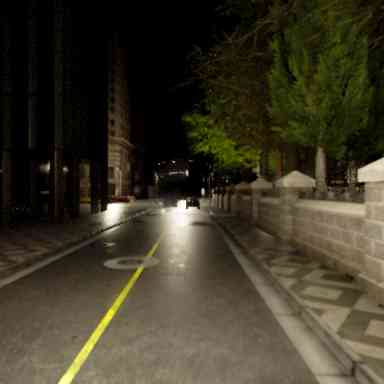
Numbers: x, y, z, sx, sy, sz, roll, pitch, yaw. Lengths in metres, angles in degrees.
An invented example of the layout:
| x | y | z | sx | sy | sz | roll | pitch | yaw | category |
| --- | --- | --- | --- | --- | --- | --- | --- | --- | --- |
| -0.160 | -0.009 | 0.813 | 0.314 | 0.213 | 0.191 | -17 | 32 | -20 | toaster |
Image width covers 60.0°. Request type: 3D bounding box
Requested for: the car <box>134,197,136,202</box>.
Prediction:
| x | y | z | sx | sy | sz | roll | pitch | yaw | category |
| --- | --- | --- | --- | --- | --- | --- | --- | --- | --- |
| -14.865 | 1.591 | 75.618 | 4.097 | 1.590 | 1.967 | -1 | 1 | 0 | car |

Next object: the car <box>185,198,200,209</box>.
| x | y | z | sx | sy | sz | roll | pitch | yaw | category |
| --- | --- | --- | --- | --- | --- | --- | --- | --- | --- |
| 0.100 | 1.481 | 44.248 | 2.128 | 1.511 | 4.902 | 0 | 0 | 0 | car |

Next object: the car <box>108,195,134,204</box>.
| x | y | z | sx | sy | sz | roll | pitch | yaw | category |
| --- | --- | --- | --- | --- | --- | --- | --- | --- | --- |
| -14.883 | 1.494 | 67.090 | 5.009 | 1.841 | 2.192 | -1 | 1 | 0 | car |

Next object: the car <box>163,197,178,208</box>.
| x | y | z | sx | sy | sz | roll | pitch | yaw | category |
| --- | --- | --- | --- | --- | --- | --- | --- | --- | --- |
| -3.001 | 1.487 | 47.115 | 1.882 | 1.535 | 5.008 | 0 | 0 | 0 | car |

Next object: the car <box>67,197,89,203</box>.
| x | y | z | sx | sy | sz | roll | pitch | yaw | category |
| --- | --- | --- | --- | --- | --- | --- | --- | --- | --- |
| -25.943 | 1.865 | 75.653 | 4.313 | 1.339 | 1.947 | -1 | 1 | 0 | car |

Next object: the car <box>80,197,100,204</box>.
| x | y | z | sx | sy | sz | roll | pitch | yaw | category |
| --- | --- | --- | --- | --- | --- | --- | --- | --- | --- |
| -20.251 | 1.776 | 67.110 | 4.829 | 1.417 | 1.752 | -1 | 1 | 0 | car |
